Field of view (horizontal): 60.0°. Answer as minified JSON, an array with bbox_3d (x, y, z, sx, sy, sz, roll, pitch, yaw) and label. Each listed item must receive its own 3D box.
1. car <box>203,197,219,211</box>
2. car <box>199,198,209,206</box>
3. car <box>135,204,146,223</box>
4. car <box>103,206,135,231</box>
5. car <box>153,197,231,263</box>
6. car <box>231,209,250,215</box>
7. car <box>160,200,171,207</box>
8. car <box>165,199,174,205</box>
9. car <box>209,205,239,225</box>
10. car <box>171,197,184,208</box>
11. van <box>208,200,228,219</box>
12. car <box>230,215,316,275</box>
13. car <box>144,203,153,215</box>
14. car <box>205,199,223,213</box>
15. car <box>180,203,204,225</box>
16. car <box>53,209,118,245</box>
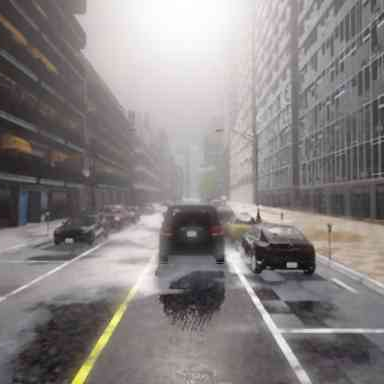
[{"bbox_3d":[2.970,1.784,52.305,2.150,2.045,5.566,0,-1,0],"label":"car"},{"bbox_3d":[2.561,2.219,72.906,1.967,1.590,4.097,1,-1,0],"label":"car"},{"bbox_3d":[-5.311,1.877,27.856,1.802,1.307,4.206,1,-1,0],"label":"car"},{"bbox_3d":[-5.308,1.675,22.211,1.967,1.590,4.097,1,-1,0],"label":"car"},{"bbox_3d":[0.006,1.359,12.609,2.150,2.045,5.566,0,0,0],"label":"car"},{"bbox_3d":[2.573,1.701,16.555,1.752,1.417,4.829,1,-1,0],"label":"car"},{"bbox_3d":[-5.329,2.284,67.379,1.947,1.339,4.313,1,-1,0],"label":"car"},{"bbox_3d":[-5.296,2.392,78.672,2.008,1.369,4.403,1,-1,0],"label":"car"},{"bbox_3d":[2.570,1.844,27.689,2.008,1.369,4.403,1,-1,0],"label":"car"},{"bbox_3d":[-2.784,1.910,64.578,2.150,2.045,5.566,0,-1,1],"label":"car"},{"bbox_3d":[2.571,1.694,33.343,1.690,1.788,3.998,1,-1,0],"label":"van"},{"bbox_3d":[2.574,1.665,10.733,2.008,1.369,4.403,1,-1,0],"label":"car"},{"bbox_3d":[-5.314,1.997,39.148,1.802,1.307,4.206,1,-1,0],"label":"car"},{"bbox_3d":[2.978,1.833,45.243,2.097,1.767,4.553,0,-1,0],"label":"car"},{"bbox_3d":[0.012,1.809,28.502,1.837,1.490,4.892,0,0,0],"label":"car"},{"bbox_3d":[-5.308,1.742,16.564,1.947,1.339,4.313,1,-1,0],"label":"car"}]
